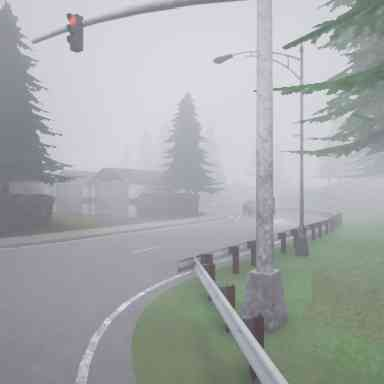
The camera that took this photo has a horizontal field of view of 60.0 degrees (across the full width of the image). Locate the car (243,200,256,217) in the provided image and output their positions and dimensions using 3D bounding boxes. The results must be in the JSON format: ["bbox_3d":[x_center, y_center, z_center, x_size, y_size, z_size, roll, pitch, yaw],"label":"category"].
[{"bbox_3d":[5.942,1.472,30.942,2.128,1.511,4.902,0,0,-1],"label":"car"}]
